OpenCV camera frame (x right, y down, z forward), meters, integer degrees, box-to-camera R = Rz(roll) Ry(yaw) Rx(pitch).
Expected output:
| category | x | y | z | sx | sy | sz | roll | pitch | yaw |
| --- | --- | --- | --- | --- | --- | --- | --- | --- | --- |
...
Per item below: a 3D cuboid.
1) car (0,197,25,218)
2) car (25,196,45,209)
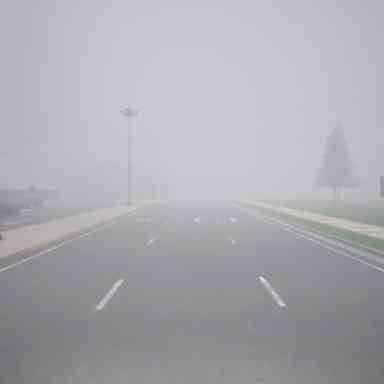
| category | x | y | z | sx | sy | sz | roll | pitch | yaw |
| --- | --- | --- | --- | --- | --- | --- | --- | --- | --- |
| car | -15.045 | 1.327 | 25.433 | 1.994 | 1.385 | 4.181 | 0 | 0 | 1 |
| car | -18.491 | 1.211 | 37.972 | 1.837 | 1.490 | 4.892 | 0 | 2 | 0 |
